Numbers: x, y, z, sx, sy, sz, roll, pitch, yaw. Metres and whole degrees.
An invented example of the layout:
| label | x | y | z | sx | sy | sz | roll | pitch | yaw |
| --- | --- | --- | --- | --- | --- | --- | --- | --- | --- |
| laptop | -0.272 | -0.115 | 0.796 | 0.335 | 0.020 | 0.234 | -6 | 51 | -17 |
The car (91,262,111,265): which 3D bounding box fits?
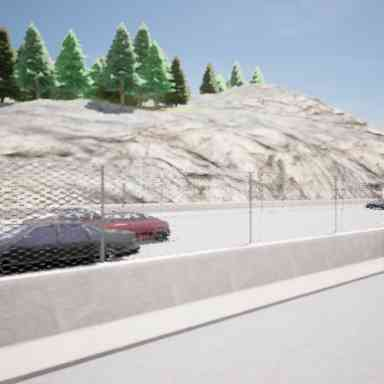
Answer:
| label | x | y | z | sx | sy | sz | roll | pitch | yaw |
| --- | --- | --- | --- | --- | --- | --- | --- | --- | --- |
| car | -4.190 | 1.548 | 9.604 | 5.357 | 1.411 | 2.033 | 0 | 0 | -36 |
